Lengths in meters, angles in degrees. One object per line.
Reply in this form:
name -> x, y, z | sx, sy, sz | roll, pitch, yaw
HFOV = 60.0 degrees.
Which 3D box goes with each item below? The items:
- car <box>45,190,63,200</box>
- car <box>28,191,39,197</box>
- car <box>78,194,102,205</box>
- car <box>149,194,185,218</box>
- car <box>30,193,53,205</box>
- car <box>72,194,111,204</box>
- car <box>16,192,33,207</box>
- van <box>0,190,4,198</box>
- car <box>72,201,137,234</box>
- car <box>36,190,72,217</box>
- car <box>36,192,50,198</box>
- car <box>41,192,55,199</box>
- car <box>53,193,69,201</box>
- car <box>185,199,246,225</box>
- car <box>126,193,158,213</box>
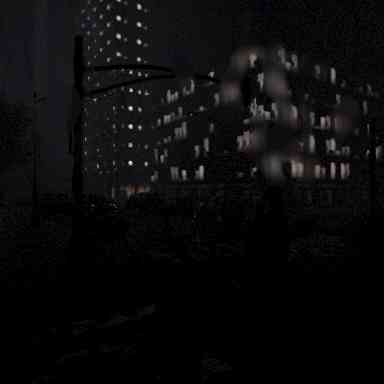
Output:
car -> -26.387, 0.535, 63.470 | 2.192, 1.841, 5.009 | 1, 0, -34
car -> -38.958, 0.475, 81.865 | 1.752, 1.417, 4.829 | 1, 0, -34
car -> -13.920, 1.053, 45.216 | 1.947, 1.339, 4.313 | 1, 0, -34
car -> -1.447, 1.191, 26.961 | 1.967, 1.590, 4.097 | 1, 0, -34
car -> -20.711, 0.924, 45.679 | 2.128, 1.511, 4.902 | 0, 1, -34
car -> -7.614, 1.063, 26.374 | 2.097, 1.767, 4.553 | 0, 1, -34
car -> -20.322, 1.006, 40.617 | 1.752, 1.417, 4.829 | 1, 0, -34
van -> -42.240, 0.353, 72.704 | 1.690, 1.788, 3.998 | 1, 0, -34
car -> -4.830, 1.391, 17.940 | 1.802, 1.307, 4.206 | 1, 0, -34
car -> -11.061, 0.992, 27.066 | 2.192, 1.841, 5.009 | 1, 0, -34
car -> -32.627, 0.637, 72.598 | 2.008, 1.369, 4.403 | 1, 0, -34
car -> -29.509, 0.698, 68.034 | 1.887, 1.381, 4.507 | 1, 0, -34
car -> -23.274, 0.869, 58.907 | 1.802, 1.307, 4.206 | 1, 0, -34
car -> 1.670, 1.257, 22.398 | 1.967, 1.590, 4.097 | 1, 0, -34
car -> -4.563, 1.000, 31.524 | 2.192, 1.841, 5.009 | 1, 0, -34
